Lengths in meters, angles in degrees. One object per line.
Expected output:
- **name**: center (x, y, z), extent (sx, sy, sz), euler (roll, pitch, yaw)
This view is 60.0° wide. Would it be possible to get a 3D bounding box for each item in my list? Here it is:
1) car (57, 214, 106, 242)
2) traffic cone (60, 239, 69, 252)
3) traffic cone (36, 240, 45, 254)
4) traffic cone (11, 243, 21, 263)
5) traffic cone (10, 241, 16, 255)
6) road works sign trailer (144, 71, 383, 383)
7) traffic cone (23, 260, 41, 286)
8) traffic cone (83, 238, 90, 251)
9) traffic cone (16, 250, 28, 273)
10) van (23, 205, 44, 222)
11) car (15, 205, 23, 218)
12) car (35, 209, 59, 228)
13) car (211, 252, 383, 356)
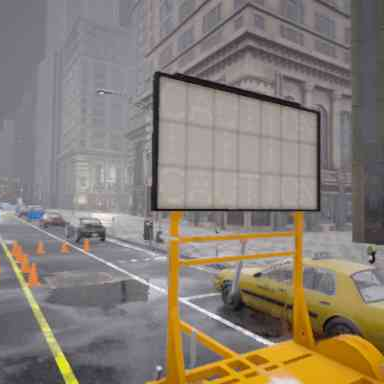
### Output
- **car**: center (-6.518, 2.197, 20.164), extent (2.008, 1.369, 4.403), euler (2, -3, -32)
- **traffic cone**: center (-5.837, 2.433, 15.222), extent (0.340, 0.580, 0.340), euler (2, -2, -32)
- **traffic cone**: center (-6.683, 2.402, 14.689), extent (0.340, 0.580, 0.340), euler (2, -2, -32)
- **traffic cone**: center (-6.463, 2.325, 12.466), extent (0.340, 0.580, 0.340), euler (2, -2, -32)
- **traffic cone**: center (-7.529, 2.370, 14.157), extent (0.340, 0.580, 0.340), euler (2, -2, -32)
- **road works sign trailer**: center (0.503, 0.623, 3.895), extent (2.380, 3.560, 2.880), euler (2, -2, -32)
- **traffic cone**: center (-4.330, 2.233, 9.083), extent (0.340, 0.580, 0.340), euler (2, -2, -32)
- **traffic cone**: center (-4.991, 2.464, 15.754), extent (0.340, 0.580, 0.340), euler (2, -2, -32)
- **traffic cone**: center (-5.396, 2.279, 10.774), extent (0.340, 0.580, 0.340), euler (2, -2, -32)
- **van**: center (-18.295, 2.493, 38.864), extent (1.690, 1.788, 3.998), euler (2, -3, -32)
- **car**: center (-24.189, 2.951, 48.201), extent (1.887, 1.381, 4.507), euler (2, -3, -32)
- **car**: center (-12.409, 2.481, 29.508), extent (1.802, 1.307, 4.206), euler (2, -3, -32)
- **car**: center (2.227, 1.796, 6.290), extent (1.752, 1.417, 4.829), euler (2, -3, -32)
